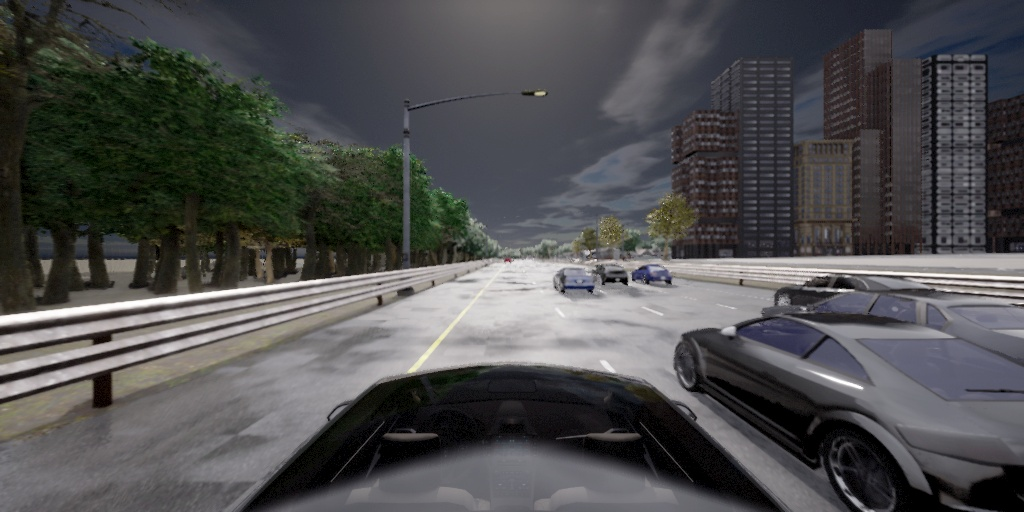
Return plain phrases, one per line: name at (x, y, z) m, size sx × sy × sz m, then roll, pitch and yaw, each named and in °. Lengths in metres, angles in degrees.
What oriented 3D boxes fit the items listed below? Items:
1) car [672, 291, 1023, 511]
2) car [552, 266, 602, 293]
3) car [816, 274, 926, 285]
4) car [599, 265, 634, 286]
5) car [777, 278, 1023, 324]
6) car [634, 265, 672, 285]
car at (3.570, 1.327, 4.106) m, size 1.994 × 1.385 × 4.181 m, roll 0°, pitch 0°, yaw 0°
car at (3.575, 1.388, 21.437) m, size 2.033 × 1.411 × 5.357 m, roll 0°, pitch 0°, yaw 0°
car at (10.589, 1.304, 11.282) m, size 1.837 × 1.490 × 4.892 m, roll 0°, pitch 0°, yaw 0°
car at (7.084, 1.362, 26.402) m, size 1.837 × 1.490 × 4.892 m, roll 0°, pitch 0°, yaw 0°
car at (7.083, 1.324, 6.537) m, size 2.033 × 1.411 × 5.357 m, roll 0°, pitch 0°, yaw 0°
car at (10.584, 1.385, 27.408) m, size 1.812 × 1.442 × 4.674 m, roll 0°, pitch 0°, yaw 0°
